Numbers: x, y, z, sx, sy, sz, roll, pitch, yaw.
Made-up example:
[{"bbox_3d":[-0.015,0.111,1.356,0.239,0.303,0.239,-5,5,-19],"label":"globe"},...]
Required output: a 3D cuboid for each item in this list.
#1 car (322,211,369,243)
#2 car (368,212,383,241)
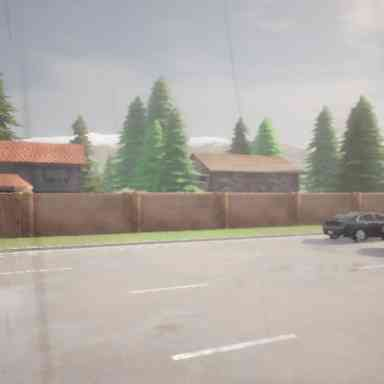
[{"bbox_3d":[9.255,1.785,17.682,4.892,1.490,1.837,0,-1,-21],"label":"car"},{"bbox_3d":[10.489,1.702,14.407,4.902,1.511,2.128,0,-1,-21],"label":"car"}]
